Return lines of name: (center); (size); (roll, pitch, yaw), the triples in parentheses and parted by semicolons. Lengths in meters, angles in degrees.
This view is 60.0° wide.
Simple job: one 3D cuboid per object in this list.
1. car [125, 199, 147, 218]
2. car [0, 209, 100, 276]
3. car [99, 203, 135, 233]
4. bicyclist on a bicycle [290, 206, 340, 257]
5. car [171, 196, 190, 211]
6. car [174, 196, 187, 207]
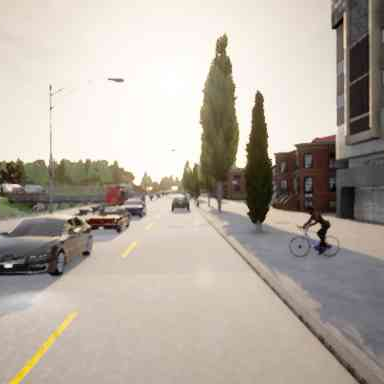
car: (-5.158, 1.409, 29.700); (1.882, 1.535, 5.008); (0, 0, -2)
car: (-4.452, 1.497, 10.329); (1.837, 1.490, 4.892); (0, 0, -2)
car: (-4.795, 1.564, 19.525); (1.895, 1.301, 4.718); (0, 0, -2)
bicyclist on a bicycle: (3.938, 1.289, 10.665); (1.656, 1.620, 0.582); (-1, 0, -2)
car: (-1.333, 1.229, 39.041); (2.097, 1.767, 4.553); (0, 0, -2)
car: (-1.730, 1.370, 49.439); (1.812, 1.442, 4.674); (0, 0, -2)
